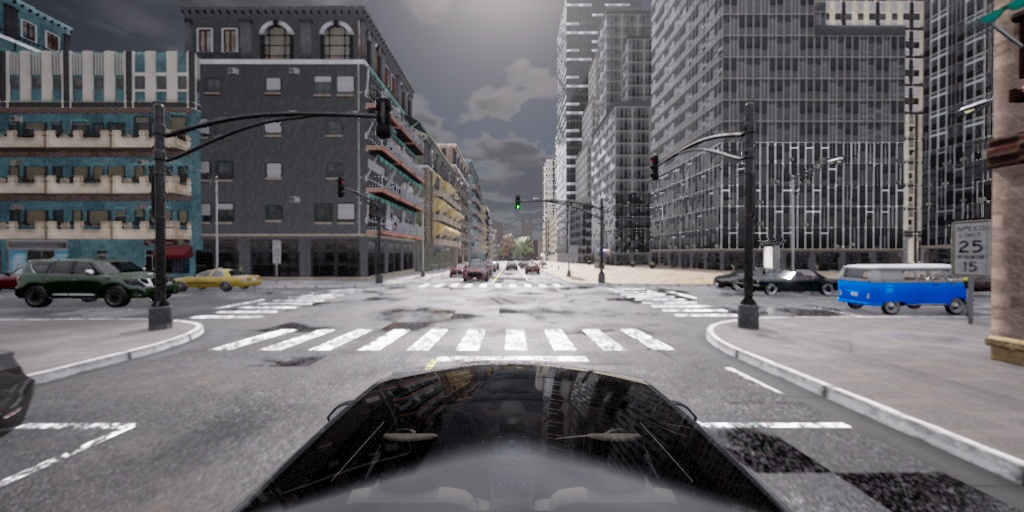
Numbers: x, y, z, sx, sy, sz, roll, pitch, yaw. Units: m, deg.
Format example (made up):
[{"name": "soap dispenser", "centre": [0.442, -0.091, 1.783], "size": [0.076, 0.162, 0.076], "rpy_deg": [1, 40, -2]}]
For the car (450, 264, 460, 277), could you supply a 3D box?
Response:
[{"name": "car", "centre": [-5.765, 1.537, 39.810], "size": [1.888, 1.381, 4.507], "rpy_deg": [0, 0, 0]}]

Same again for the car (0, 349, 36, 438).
[{"name": "car", "centre": [-5.689, 1.301, 1.745], "size": [2.007, 1.370, 4.403], "rpy_deg": [0, 0, 0]}]

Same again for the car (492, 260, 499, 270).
[{"name": "car", "centre": [-3.191, 1.667, 51.187], "size": [1.895, 1.301, 4.718], "rpy_deg": [0, 0, 0]}]

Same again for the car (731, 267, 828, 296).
[{"name": "car", "centre": [14.822, 1.402, 19.227], "size": [4.718, 1.301, 1.895], "rpy_deg": [0, 0, 0]}]

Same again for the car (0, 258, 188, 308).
[{"name": "car", "centre": [-18.243, 1.124, 15.900], "size": [5.566, 2.045, 2.150], "rpy_deg": [0, 0, 0]}]

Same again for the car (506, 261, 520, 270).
[{"name": "car", "centre": [-0.016, 1.729, 60.511], "size": [1.895, 1.301, 4.718], "rpy_deg": [0, 0, 0]}]

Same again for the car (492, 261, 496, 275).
[{"name": "car", "centre": [-3.174, 1.601, 41.124], "size": [1.895, 1.301, 4.718], "rpy_deg": [0, 0, 0]}]

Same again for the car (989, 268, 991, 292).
[{"name": "car", "centre": [24.610, 1.330, 19.259], "size": [5.357, 1.411, 2.033], "rpy_deg": [0, 0, 0]}]

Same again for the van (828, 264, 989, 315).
[{"name": "van", "centre": [14.668, 1.192, 13.441], "size": [3.998, 1.789, 1.690], "rpy_deg": [0, 0, 0]}]

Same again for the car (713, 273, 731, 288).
[{"name": "car", "centre": [14.638, 1.345, 21.822], "size": [4.313, 1.339, 1.948], "rpy_deg": [0, 0, 0]}]

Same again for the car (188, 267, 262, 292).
[{"name": "car", "centre": [-17.920, 1.377, 21.703], "size": [4.829, 1.417, 1.751], "rpy_deg": [0, 0, 0]}]

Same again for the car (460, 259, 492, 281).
[{"name": "car", "centre": [-3.134, 1.294, 32.096], "size": [2.097, 1.767, 4.553], "rpy_deg": [0, 0, -1]}]

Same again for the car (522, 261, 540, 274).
[{"name": "car", "centre": [2.571, 1.574, 45.533], "size": [1.888, 1.381, 4.507], "rpy_deg": [0, 0, 0]}]
